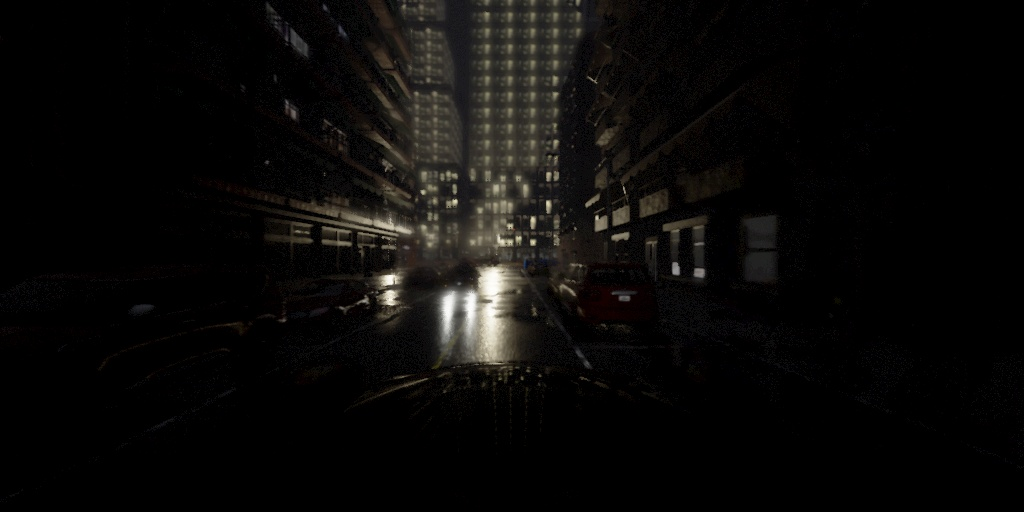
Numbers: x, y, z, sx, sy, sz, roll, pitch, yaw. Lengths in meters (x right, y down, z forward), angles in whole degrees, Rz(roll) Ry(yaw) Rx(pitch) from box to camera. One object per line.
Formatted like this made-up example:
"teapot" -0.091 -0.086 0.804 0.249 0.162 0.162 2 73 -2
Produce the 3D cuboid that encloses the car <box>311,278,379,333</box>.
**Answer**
"car" -5.315 1.316 10.585 1.802 1.307 4.207 0 0 0

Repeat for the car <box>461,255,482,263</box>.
"car" -5.318 1.000 44.428 2.192 1.841 5.009 0 0 0

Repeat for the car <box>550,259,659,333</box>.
"car" 2.565 1.049 10.586 2.192 1.841 5.009 0 0 0

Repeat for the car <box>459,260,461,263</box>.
"car" -5.317 1.232 27.336 1.751 1.417 4.829 0 0 0

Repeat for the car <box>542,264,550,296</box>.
"car" 2.564 1.250 16.396 1.751 1.417 4.829 0 0 0

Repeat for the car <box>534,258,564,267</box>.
"car" 6.559 1.230 64.408 5.008 1.535 1.882 1 0 -11

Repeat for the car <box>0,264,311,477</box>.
"car" -5.315 1.059 4.944 2.192 1.841 5.009 0 0 0

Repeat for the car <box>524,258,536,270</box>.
"car" 2.563 1.217 38.957 1.751 1.417 4.829 0 0 0

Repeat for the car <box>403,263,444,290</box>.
"car" -5.317 1.298 21.866 1.802 1.307 4.207 0 0 0

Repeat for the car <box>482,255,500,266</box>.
"car" -4.772 0.848 65.209 5.566 2.045 2.150 1 0 34

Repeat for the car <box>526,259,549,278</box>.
"car" 2.563 1.225 33.317 1.751 1.417 4.829 0 0 0

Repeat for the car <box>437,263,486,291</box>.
"car" -2.826 1.281 21.164 1.994 1.385 4.181 0 0 0
